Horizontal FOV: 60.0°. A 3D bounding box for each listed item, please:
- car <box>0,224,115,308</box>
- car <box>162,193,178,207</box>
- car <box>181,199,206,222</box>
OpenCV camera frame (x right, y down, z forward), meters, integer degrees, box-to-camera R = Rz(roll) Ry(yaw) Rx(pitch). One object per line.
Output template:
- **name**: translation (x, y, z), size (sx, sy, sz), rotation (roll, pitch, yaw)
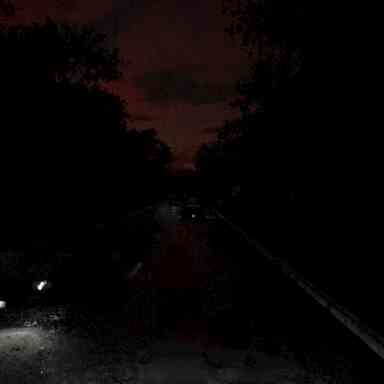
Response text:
- **car**: translation (-3.346, 1.554, 8.411), size (2.033, 1.411, 5.357), rotation (0, 0, 0)
- **car**: translation (-3.297, 1.223, 50.560), size (2.150, 2.045, 5.566), rotation (0, 0, 0)
- **car**: translation (0.111, 1.537, 26.339), size (1.812, 1.442, 4.674), rotation (0, 0, 0)
